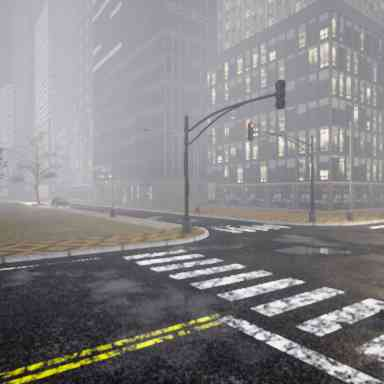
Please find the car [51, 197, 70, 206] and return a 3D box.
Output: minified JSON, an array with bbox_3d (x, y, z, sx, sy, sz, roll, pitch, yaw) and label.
[{"bbox_3d":[-21.594,1.548,54.301,2.033,1.411,5.357,0,0,-35],"label":"car"}]
